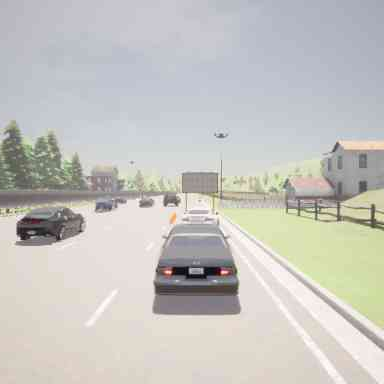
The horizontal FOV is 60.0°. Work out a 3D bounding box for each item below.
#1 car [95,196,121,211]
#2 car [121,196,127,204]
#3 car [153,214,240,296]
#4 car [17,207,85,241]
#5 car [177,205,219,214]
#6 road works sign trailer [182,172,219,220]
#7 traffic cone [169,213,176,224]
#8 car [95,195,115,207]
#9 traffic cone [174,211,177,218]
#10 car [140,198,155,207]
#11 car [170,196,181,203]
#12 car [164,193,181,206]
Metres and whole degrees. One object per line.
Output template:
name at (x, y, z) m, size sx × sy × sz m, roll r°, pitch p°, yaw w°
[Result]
car at (-10.345, 1.525, 40.340) m, size 1.812 × 1.442 × 4.674 m, roll 0°, pitch 0°, yaw 0°
car at (-13.813, 1.525, 63.738) m, size 1.812 × 1.442 × 4.674 m, roll 0°, pitch 0°, yaw 0°
car at (0.110, 1.547, 8.825) m, size 2.033 × 1.411 × 5.357 m, roll 0°, pitch 0°, yaw 1°
car at (-6.877, 1.504, 16.717) m, size 1.837 × 1.490 × 4.892 m, roll 0°, pitch 0°, yaw 0°
car at (0.485, 1.539, 18.459) m, size 1.812 × 1.442 × 4.674 m, roll 0°, pitch -1°, yaw 6°
road works sign trailer at (0.517, 0.464, 22.073) m, size 2.380 × 3.560 × 2.880 m, roll 0°, pitch 0°, yaw -3°
traffic cone at (-1.456, 1.955, 23.181) m, size 0.340 × 0.580 × 0.340 m, roll 0°, pitch 0°, yaw 0°
car at (-13.829, 1.352, 53.136) m, size 2.097 × 1.767 × 4.553 m, roll 0°, pitch 0°, yaw 0°
traffic cone at (-1.453, 1.955, 25.181) m, size 0.340 × 0.580 × 0.340 m, roll 0°, pitch 0°, yaw 0°
car at (-6.829, 1.547, 51.056) m, size 2.033 × 1.411 × 5.357 m, roll 0°, pitch 0°, yaw 0°
car at (-3.307, 1.564, 68.577) m, size 1.994 × 1.385 × 4.181 m, roll 0°, pitch 0°, yaw 0°
car at (-3.327, 1.221, 53.362) m, size 2.150 × 2.045 × 5.566 m, roll 0°, pitch 0°, yaw 0°
